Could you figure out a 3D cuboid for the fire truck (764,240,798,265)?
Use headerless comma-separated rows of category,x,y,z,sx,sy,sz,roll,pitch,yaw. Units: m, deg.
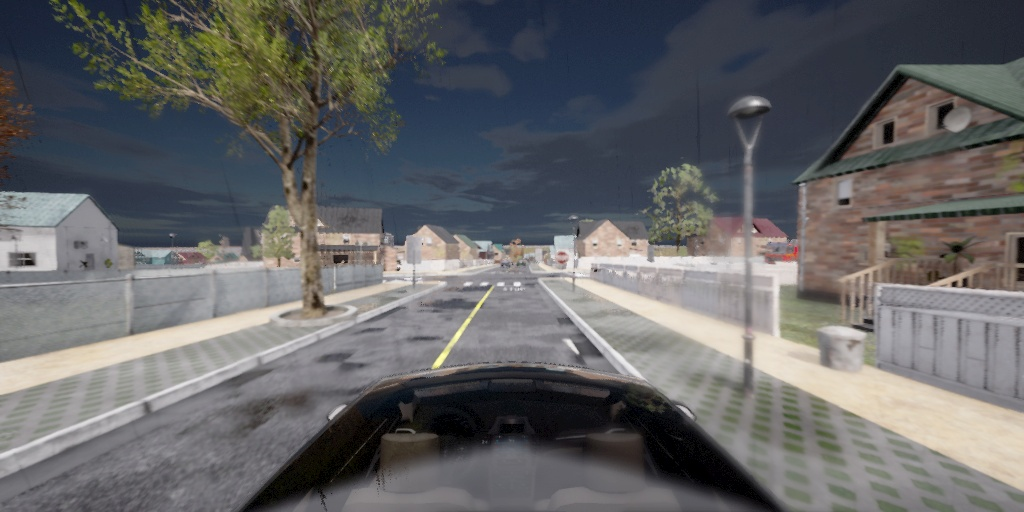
fire truck,37.988,-0.148,47.621,8.468,3.827,2.891,0,2,-16
